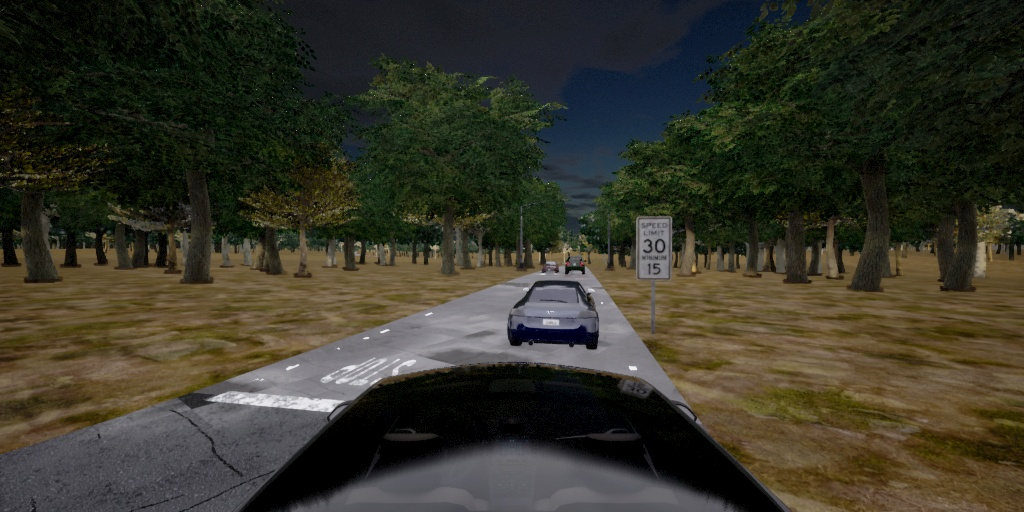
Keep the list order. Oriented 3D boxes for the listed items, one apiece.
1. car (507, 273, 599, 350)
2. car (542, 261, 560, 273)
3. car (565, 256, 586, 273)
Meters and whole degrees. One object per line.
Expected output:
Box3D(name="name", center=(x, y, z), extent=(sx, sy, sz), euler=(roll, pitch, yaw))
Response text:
Box3D(name="car", center=(1.164, 1.307, 9.215), extent=(1.994, 1.385, 4.181), euler=(0, 0, 11))
Box3D(name="car", center=(4.803, 1.358, 44.377), extent=(1.812, 1.442, 4.674), euler=(0, 0, 11))
Box3D(name="car", center=(7.244, 1.033, 40.964), extent=(2.150, 2.045, 5.566), euler=(0, 0, 12))
